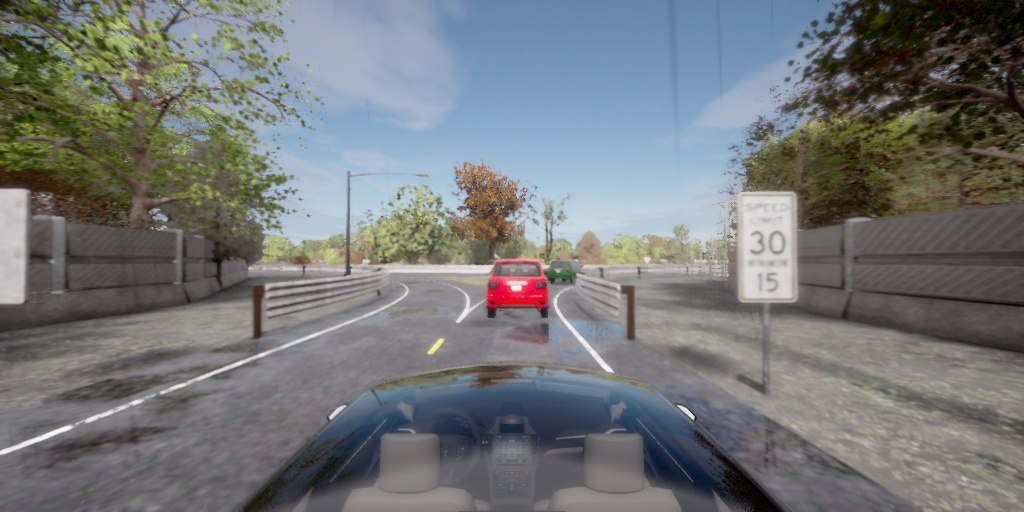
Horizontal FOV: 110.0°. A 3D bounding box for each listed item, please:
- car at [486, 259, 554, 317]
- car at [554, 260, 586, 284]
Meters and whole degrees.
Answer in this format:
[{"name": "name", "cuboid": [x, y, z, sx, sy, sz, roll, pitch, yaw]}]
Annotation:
[{"name": "car", "cuboid": [0.292, 1.153, 14.161, 2.150, 2.045, 5.566, 0, -1, 3]}, {"name": "car", "cuboid": [5.072, 1.416, 32.396, 2.150, 2.045, 5.566, -1, -1, 26]}]
